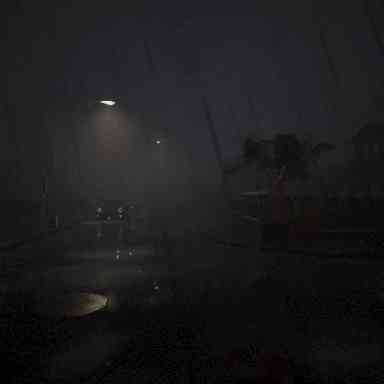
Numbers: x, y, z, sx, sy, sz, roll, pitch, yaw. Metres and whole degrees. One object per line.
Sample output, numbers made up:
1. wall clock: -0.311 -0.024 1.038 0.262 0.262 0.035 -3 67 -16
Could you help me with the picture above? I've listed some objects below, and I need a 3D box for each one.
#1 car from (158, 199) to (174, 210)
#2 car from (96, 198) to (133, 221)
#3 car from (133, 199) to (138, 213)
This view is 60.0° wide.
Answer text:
1. car: -3.354 1.601 42.774 1.895 1.301 4.718 0 0 -4
2. car: -6.304 1.352 26.832 2.097 1.767 4.553 0 0 -4
3. car: -7.098 1.505 37.171 1.837 1.490 4.892 0 0 -4
